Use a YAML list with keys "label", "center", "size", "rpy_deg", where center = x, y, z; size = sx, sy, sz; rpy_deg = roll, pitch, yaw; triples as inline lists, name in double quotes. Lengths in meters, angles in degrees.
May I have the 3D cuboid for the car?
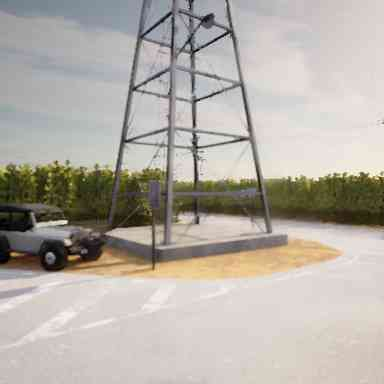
- label: "car"
  center: [-4.828, 1.352, 10.741]
  size: [3.866, 1.878, 1.905]
  rpy_deg: [0, 0, 23]
